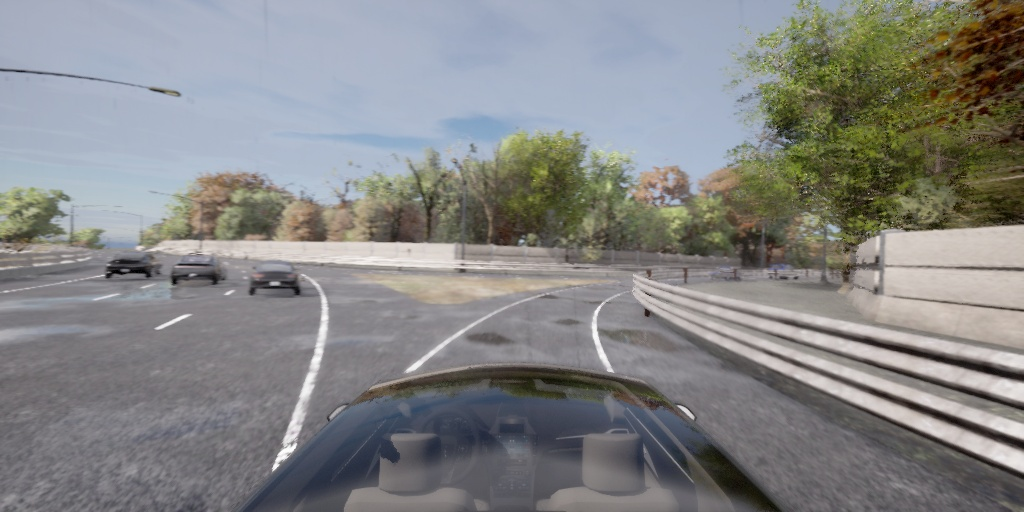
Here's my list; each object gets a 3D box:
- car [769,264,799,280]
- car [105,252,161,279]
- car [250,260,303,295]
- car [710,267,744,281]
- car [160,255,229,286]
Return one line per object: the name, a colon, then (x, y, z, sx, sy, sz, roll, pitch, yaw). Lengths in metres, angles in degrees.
car: (38.313, 2.233, 50.499, 5.566, 2.045, 2.150, 2, 0, -32)
car: (-22.608, 0.510, 21.605, 1.837, 1.490, 4.892, 2, 0, -36)
car: (-10.860, 0.918, 16.601, 1.812, 1.442, 4.674, 2, 0, -31)
car: (25.225, 2.061, 42.083, 5.008, 1.535, 1.882, 2, 0, -33)
car: (-16.680, 0.692, 19.279, 2.128, 1.511, 4.902, 2, 0, -34)
